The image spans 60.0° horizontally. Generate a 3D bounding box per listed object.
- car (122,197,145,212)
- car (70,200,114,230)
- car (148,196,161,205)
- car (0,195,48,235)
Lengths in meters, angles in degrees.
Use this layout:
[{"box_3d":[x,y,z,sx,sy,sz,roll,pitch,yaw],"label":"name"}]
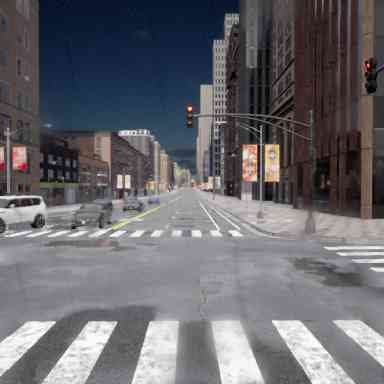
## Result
[{"box_3d":[-6.592,1.570,37.811,1.994,1.385,4.181,0,0,0],"label":"car"},{"box_3d":[-6.389,1.507,21.496,1.837,1.490,4.892,0,0,-4],"label":"car"},{"box_3d":[-6.511,1.479,57.631,1.882,1.535,5.008,0,0,0],"label":"car"},{"box_3d":[-10.556,1.222,18.882,2.150,2.045,5.566,1,0,11],"label":"car"}]
